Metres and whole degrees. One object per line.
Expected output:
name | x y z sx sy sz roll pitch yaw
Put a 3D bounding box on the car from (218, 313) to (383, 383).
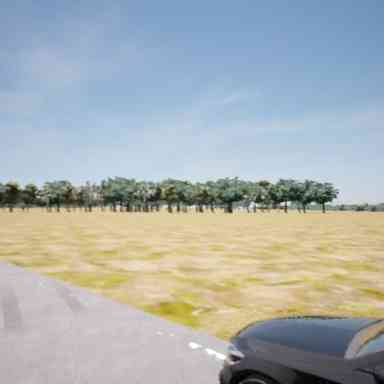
car | 2.367 1.651 2.576 4.674 1.442 1.812 -1 -3 43
